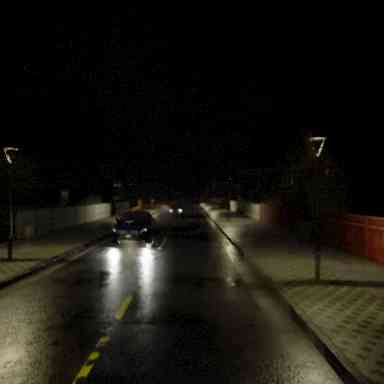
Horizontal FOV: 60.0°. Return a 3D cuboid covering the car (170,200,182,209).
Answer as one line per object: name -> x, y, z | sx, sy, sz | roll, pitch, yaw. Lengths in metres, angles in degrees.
car -> -2.802, 2.138, 57.598 | 1.882, 1.535, 5.008 | 0, -1, 0

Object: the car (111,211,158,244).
car -> -2.838, 1.722, 17.125 | 1.812, 1.442, 4.674 | 0, -1, 0

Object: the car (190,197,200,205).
car -> 0.968, 2.447, 86.221 | 1.882, 1.535, 5.008 | 0, -1, 0
